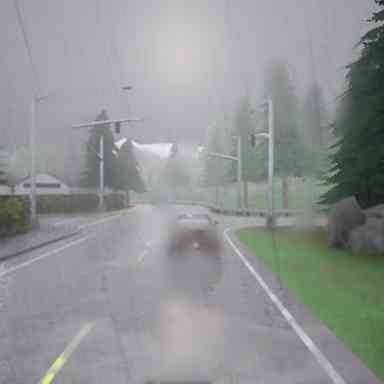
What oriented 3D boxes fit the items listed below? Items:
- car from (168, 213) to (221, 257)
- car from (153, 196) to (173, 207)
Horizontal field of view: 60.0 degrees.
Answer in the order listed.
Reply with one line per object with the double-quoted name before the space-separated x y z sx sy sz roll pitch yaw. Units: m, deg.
"car" 0.079 1.556 12.907 1.812 1.442 4.674 0 0 0
"car" -4.889 1.481 55.577 2.097 1.767 4.553 0 0 -25
